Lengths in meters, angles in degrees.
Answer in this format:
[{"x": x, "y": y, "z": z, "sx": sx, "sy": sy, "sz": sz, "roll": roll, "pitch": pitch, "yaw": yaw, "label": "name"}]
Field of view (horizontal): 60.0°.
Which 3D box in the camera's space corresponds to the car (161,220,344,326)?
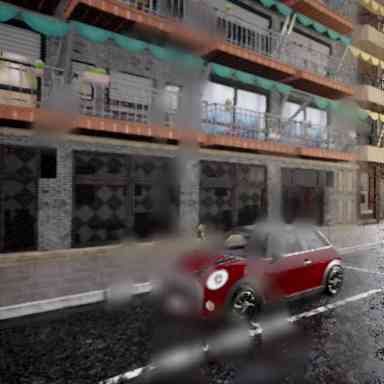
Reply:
[{"x": 1.361, "y": 1.457, "z": 7.059, "sx": 4.097, "sy": 1.590, "sz": 1.967, "roll": 0, "pitch": 0, "yaw": -35, "label": "car"}]
